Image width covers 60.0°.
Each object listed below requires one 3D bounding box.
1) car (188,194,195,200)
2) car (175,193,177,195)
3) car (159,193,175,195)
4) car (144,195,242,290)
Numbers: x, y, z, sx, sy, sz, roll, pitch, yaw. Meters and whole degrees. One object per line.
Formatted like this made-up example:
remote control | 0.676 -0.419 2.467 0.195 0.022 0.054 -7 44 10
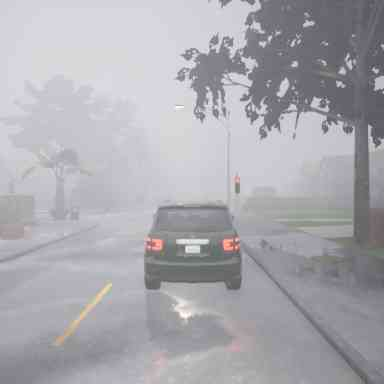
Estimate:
car | -0.007 1.342 88.183 1.812 1.442 4.674 0 0 0
car | -4.010 1.210 67.839 2.150 2.045 5.566 0 0 0
car | -4.103 1.212 49.756 2.150 2.045 5.566 0 0 0
car | 0.036 1.220 9.227 2.150 2.045 5.566 0 0 0
